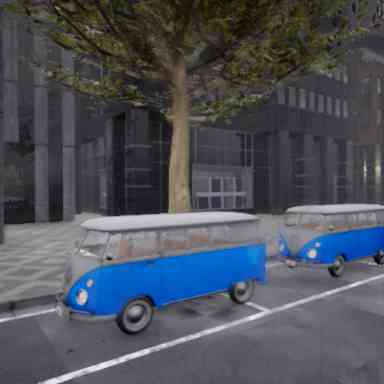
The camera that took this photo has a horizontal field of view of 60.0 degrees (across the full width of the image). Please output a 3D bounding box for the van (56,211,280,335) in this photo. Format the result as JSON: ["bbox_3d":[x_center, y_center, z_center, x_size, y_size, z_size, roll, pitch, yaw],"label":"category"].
[{"bbox_3d":[-0.354,1.312,6.391,3.998,1.788,1.690,-1,0,-35],"label":"van"}]

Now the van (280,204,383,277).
[{"bbox_3d":[4.223,1.262,9.650,3.998,1.788,1.690,-1,0,-35],"label":"van"}]
